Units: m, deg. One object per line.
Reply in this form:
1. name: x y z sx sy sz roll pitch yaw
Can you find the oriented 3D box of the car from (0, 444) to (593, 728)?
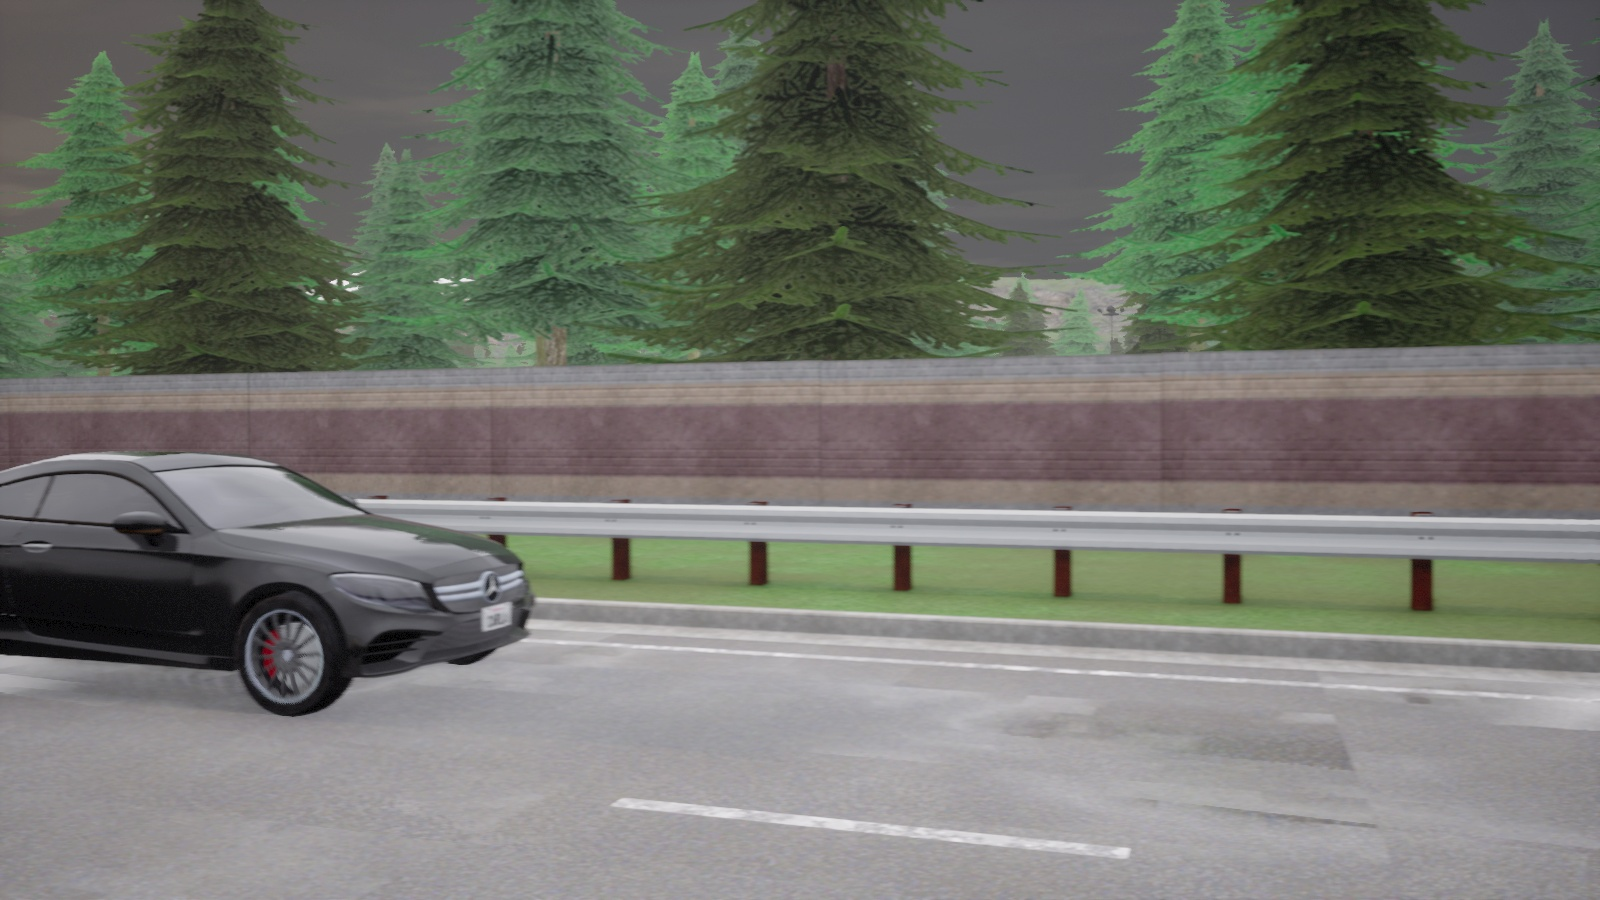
1. car: -3.872 0.706 8.190 4.674 1.442 1.812 1 1 19
